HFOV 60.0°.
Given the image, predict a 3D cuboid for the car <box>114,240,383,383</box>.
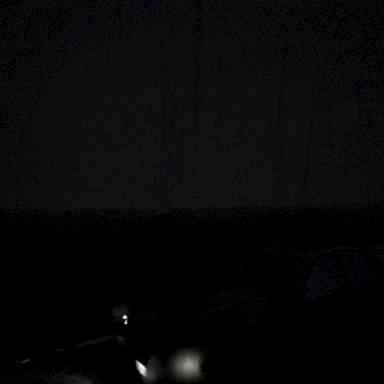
[{"bbox_3d":[1.605,1.523,5.191,5.357,1.411,2.033,0,0,-36],"label":"car"}]
